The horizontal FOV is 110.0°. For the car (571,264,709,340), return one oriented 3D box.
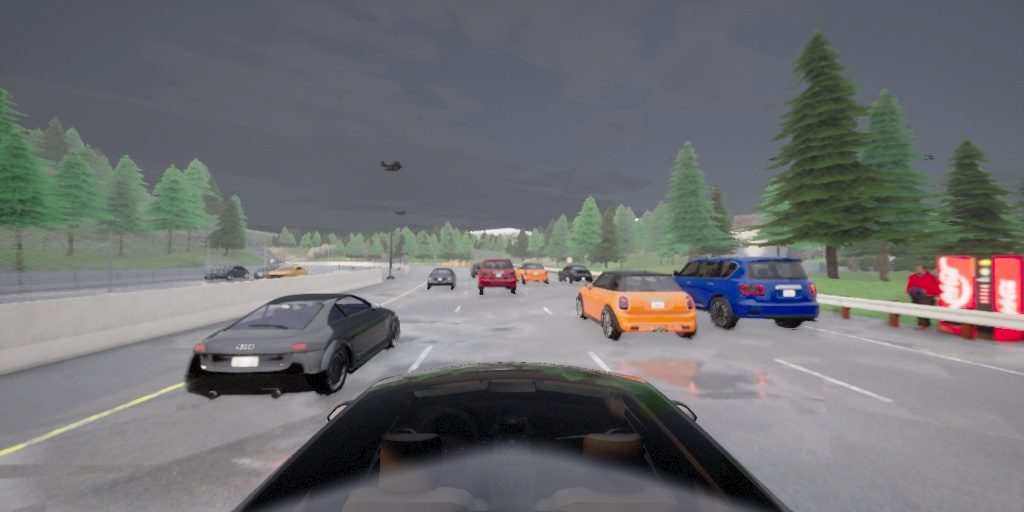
[{"bbox_3d":[3.307,1.179,10.443,2.097,1.767,4.553,0,-1,-2],"label":"car"}]

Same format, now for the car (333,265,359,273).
[{"bbox_3d":[-17.685,1.691,38.334,1.812,1.442,4.674,0,-1,-10],"label":"car"}]

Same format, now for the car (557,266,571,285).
[{"bbox_3d":[5.104,1.517,29.679,1.837,1.490,4.892,0,-1,-8],"label":"car"}]

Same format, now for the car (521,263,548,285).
[{"bbox_3d":[1.559,1.375,29.724,2.097,1.767,4.553,0,-1,-8],"label":"car"}]

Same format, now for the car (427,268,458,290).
[{"bbox_3d":[-4.883,1.546,25.320,2.033,1.411,5.357,0,-1,-7],"label":"car"}]

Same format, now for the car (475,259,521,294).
[{"bbox_3d":[-1.003,1.181,22.201,2.150,2.045,5.566,0,-1,-6],"label":"car"}]

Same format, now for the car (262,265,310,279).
[{"bbox_3d":[-20.285,1.596,32.769,1.882,1.535,5.008,0,-1,-9],"label":"car"}]

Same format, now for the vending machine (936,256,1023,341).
[{"bbox_3d":[11.872,0.984,9.121,1.100,2.100,0.880,0,0,-2],"label":"vending machine"}]

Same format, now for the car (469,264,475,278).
[{"bbox_3d":[-3.677,1.653,40.321,1.837,1.490,4.892,0,-1,-11],"label":"car"}]

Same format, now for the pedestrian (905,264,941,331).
[{"bbox_3d":[11.212,1.091,9.788,0.375,1.860,0.375,0,-1,-2],"label":"pedestrian"}]

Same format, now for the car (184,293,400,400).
[{"bbox_3d":[-3.553,1.374,6.709,1.994,1.385,4.181,0,-1,-2],"label":"car"}]

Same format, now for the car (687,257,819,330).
[{"bbox_3d":[6.784,1.049,11.609,2.150,2.045,5.566,0,-1,-3],"label":"car"}]

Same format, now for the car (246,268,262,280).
[{"bbox_3d":[-24.521,1.663,36.809,2.128,1.511,4.902,0,-1,-10],"label":"car"}]

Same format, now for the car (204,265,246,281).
[{"bbox_3d":[-27.788,1.671,35.164,1.837,1.490,4.892,0,-1,-10],"label":"car"}]
